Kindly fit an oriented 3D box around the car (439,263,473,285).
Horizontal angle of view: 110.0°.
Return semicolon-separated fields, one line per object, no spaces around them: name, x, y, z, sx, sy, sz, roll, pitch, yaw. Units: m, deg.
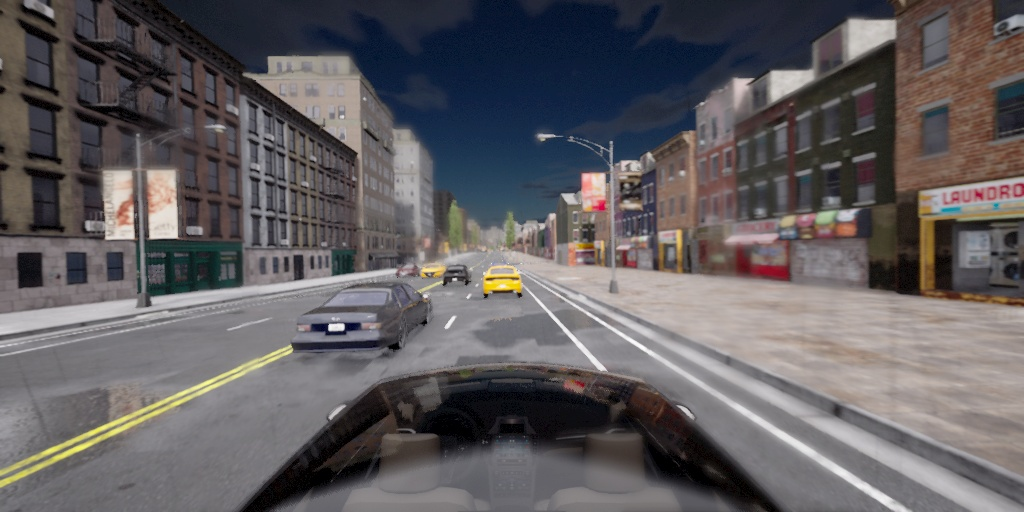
car;-4.114;1.397;27.512;1.837;1.490;4.892;-1;0;-2

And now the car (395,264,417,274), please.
car;-11.291;1.606;39.304;1.812;1.442;4.674;-1;0;-2

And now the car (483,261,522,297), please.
car;-0.531;1.260;19.272;1.882;1.535;5.008;-1;0;-2

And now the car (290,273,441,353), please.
car;-3.352;1.370;9.141;2.033;1.411;5.357;-1;0;-2

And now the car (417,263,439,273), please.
car;-7.928;1.480;36.542;1.882;1.535;5.008;-1;0;-2
